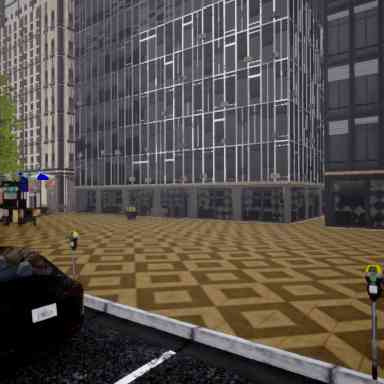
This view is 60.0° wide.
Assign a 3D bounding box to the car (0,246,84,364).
[{"bbox_3d":[-3.557,1.566,5.423,4.313,1.339,1.947,0,0,36],"label":"car"}]
